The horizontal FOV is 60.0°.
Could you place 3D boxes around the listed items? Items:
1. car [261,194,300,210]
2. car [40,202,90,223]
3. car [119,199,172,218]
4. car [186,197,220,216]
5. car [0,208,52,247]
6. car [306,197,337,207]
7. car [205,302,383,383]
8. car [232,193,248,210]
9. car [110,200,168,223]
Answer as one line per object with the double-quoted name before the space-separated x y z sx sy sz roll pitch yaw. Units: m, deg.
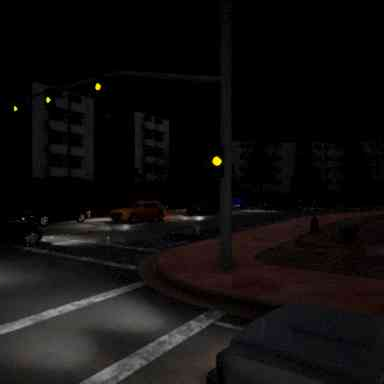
"car" 11.300 1.213 42.250 5.566 2.045 2.150 0 0 -32
"car" -9.542 1.492 23.514 1.837 1.490 4.892 0 0 35
"car" -4.262 1.479 31.244 2.128 1.511 4.902 0 0 35
"car" 1.477 1.467 33.058 1.882 1.535 5.008 0 0 39
"car" -8.066 1.517 12.601 1.812 1.442 4.674 0 0 34
"car" 19.708 1.474 50.607 5.008 1.535 1.882 0 0 -20
"car" 2.439 1.601 2.294 4.718 1.301 1.895 0 0 37
"car" 4.612 1.209 41.515 5.566 2.045 2.150 0 0 -40
"car" -4.001 1.467 25.490 1.882 1.535 5.008 0 0 34
